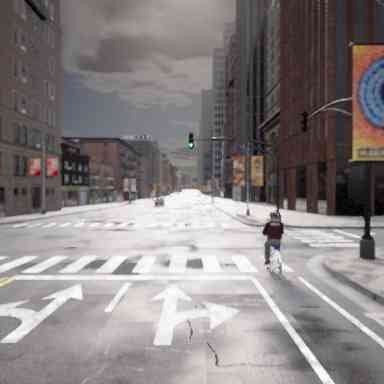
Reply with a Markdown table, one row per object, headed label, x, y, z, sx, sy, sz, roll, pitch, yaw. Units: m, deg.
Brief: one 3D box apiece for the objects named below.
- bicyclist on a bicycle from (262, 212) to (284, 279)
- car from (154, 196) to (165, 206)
| label | x | y | z | sx | sy | sz | roll | pitch | yaw |
| --- | --- | --- | --- | --- | --- | --- | --- | --- | --- |
| bicyclist on a bicycle | 2.262 | 1.435 | 9.414 | 0.659 | 1.776 | 1.843 | 0 | 0 | 0 |
| car | -6.395 | 2.025 | 66.400 | 1.837 | 1.490 | 4.892 | 0 | 0 | 0 |
